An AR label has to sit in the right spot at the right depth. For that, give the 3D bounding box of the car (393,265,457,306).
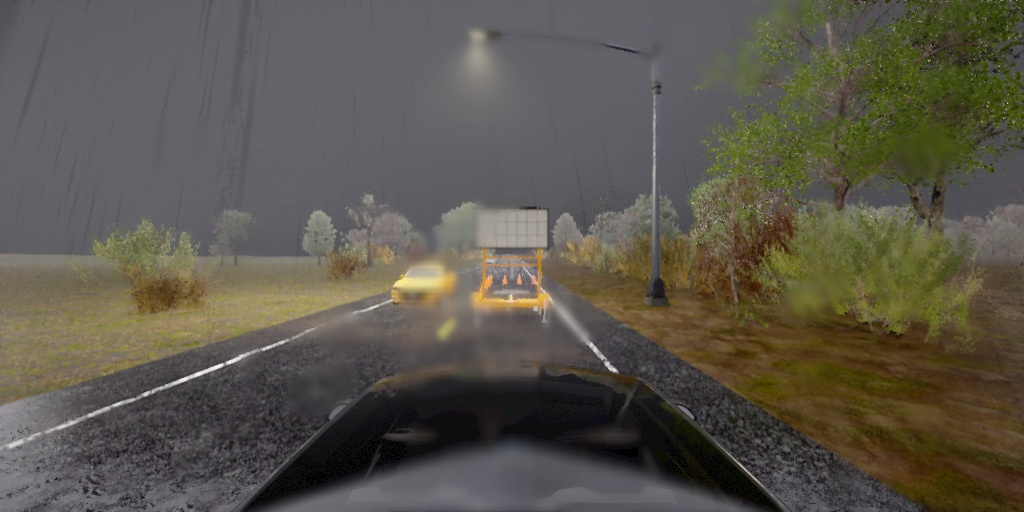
[{"bbox_3d":[-3.596,1.167,15.523,1.882,1.535,5.008,0,0,0],"label":"car"}]

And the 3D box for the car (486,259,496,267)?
[{"bbox_3d":[-3.550,0.989,58.163,1.812,1.442,4.674,0,0,0],"label":"car"}]

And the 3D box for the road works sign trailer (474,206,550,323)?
[{"bbox_3d":[0.003,0.170,11.874,2.380,3.560,2.880,0,0,0],"label":"road works sign trailer"}]
